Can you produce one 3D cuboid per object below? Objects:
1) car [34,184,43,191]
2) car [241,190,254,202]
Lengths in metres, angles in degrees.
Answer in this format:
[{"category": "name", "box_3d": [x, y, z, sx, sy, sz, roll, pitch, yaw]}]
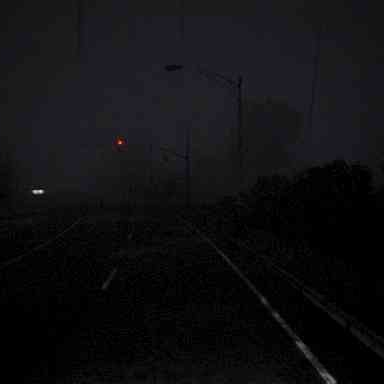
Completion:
[{"category": "car", "box_3d": [-34.673, -1.105, 75.164, 2.128, 1.511, 4.902, -1, 3, -26]}, {"category": "car", "box_3d": [8.226, 0.516, 42.453, 4.902, 1.511, 2.128, 1, 2, -23]}]
